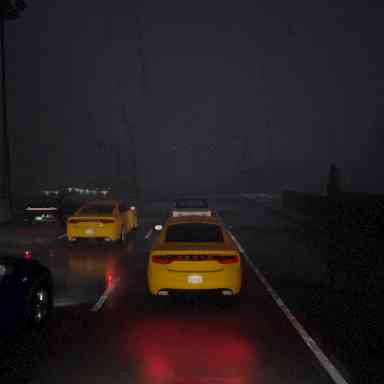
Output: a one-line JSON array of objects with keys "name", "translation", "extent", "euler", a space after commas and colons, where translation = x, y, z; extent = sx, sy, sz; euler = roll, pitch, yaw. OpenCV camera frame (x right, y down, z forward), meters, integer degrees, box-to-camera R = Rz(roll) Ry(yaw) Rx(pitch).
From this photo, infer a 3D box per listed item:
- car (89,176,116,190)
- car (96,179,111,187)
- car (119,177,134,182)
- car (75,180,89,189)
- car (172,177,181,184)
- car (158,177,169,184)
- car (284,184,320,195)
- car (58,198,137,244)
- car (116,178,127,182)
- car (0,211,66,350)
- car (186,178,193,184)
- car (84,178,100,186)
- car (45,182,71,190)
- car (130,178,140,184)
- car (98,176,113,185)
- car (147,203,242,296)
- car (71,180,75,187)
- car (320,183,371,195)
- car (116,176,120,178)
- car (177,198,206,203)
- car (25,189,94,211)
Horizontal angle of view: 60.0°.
[{"name": "car", "translation": [-14.474, -1.380, 54.062], "extent": [2.150, 2.045, 5.566], "euler": [0, 3, -1]}, {"name": "car", "translation": [-18.026, -1.844, 68.132], "extent": [1.812, 1.442, 4.674], "euler": [0, 3, 0]}, {"name": "car", "translation": [-14.574, -2.103, 74.237], "extent": [1.895, 1.301, 4.718], "euler": [0, 3, 0]}, {"name": "car", "translation": [-18.012, -1.309, 57.694], "extent": [2.128, 1.511, 4.902], "euler": [0, 3, 0]}, {"name": "car", "translation": [-4.167, -2.877, 86.092], "extent": [1.882, 1.535, 5.008], "euler": [0, 3, 0]}, {"name": "car", "translation": [-7.667, -2.827, 86.067], "extent": [2.128, 1.511, 4.902], "euler": [0, 3, 0]}, {"name": "car", "translation": [13.803, -0.307, 41.423], "extent": [4.718, 1.301, 1.895], "euler": [0, 3, 2]}, {"name": "car", "translation": [-3.496, 1.060, 13.731], "extent": [1.882, 1.535, 5.008], "euler": [0, 3, 0]}, {"name": "car", "translation": [-14.531, -1.544, 64.033], "extent": [1.895, 1.301, 4.718], "euler": [0, 3, 0]}, {"name": "car", "translation": [-3.427, 1.313, 3.900], "extent": [2.097, 1.767, 4.553], "euler": [0, 1, 0]}, {"name": "car", "translation": [-0.671, -2.840, 86.582], "extent": [2.128, 1.511, 4.902], "euler": [0, 3, 0]}, {"name": "car", "translation": [-21.557, -2.228, 72.066], "extent": [2.097, 1.767, 4.553], "euler": [0, 3, 0]}, {"name": "car", "translation": [-21.490, -0.935, 52.808], "extent": [1.895, 1.301, 4.718], "euler": [0, 3, 0]}, {"name": "car", "translation": [-14.666, -2.842, 85.819], "extent": [1.837, 1.490, 4.892], "euler": [0, 3, 0]}, {"name": "car", "translation": [-21.648, -2.985, 83.549], "extent": [2.150, 2.045, 5.566], "euler": [0, 3, 0]}, {"name": "car", "translation": [0.043, 1.315, 8.409], "extent": [1.882, 1.535, 5.008], "euler": [0, 2, 0]}, {"name": "car", "translation": [-21.513, -1.477, 62.089], "extent": [1.994, 1.385, 4.181], "euler": [0, 3, 0]}, {"name": "car", "translation": [17.663, -0.219, 37.798], "extent": [4.902, 1.511, 2.128], "euler": [0, 3, 2]}, {"name": "car", "translation": [-18.108, -2.711, 78.572], "extent": [2.150, 2.045, 5.566], "euler": [0, 3, 0]}, {"name": "car", "translation": [-0.025, 0.972, 17.778], "extent": [1.895, 1.301, 4.718], "euler": [0, 3, 0]}, {"name": "car", "translation": [-7.026, 0.864, 17.642], "extent": [2.128, 1.511, 4.902], "euler": [0, 3, 0]}]
